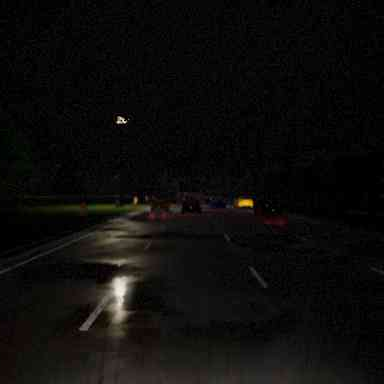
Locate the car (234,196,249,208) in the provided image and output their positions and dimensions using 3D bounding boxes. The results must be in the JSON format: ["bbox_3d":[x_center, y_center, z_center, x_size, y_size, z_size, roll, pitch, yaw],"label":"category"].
[{"bbox_3d":[6.848,1.310,44.571,1.882,1.535,5.008,0,0,0],"label":"car"}]

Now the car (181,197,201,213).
[{"bbox_3d":[-0.078,1.358,34.731,1.882,1.535,5.008,0,0,0],"label":"car"}]

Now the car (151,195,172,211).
[{"bbox_3d":[-3.580,1.401,37.885,1.812,1.442,4.674,0,0,-1],"label":"car"}]

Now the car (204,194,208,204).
[{"bbox_3d":[3.248,1.149,57.039,2.097,1.767,4.553,0,0,0],"label":"car"}]

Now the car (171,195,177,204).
[{"bbox_3d":[-3.756,1.332,58.106,1.812,1.442,4.674,0,0,0],"label":"car"}]

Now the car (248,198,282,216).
[{"bbox_3d":[6.967,1.372,31.033,2.128,1.511,4.902,0,0,0],"label":"car"}]

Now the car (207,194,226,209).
[{"bbox_3d":[3.337,1.322,43.047,1.882,1.535,5.008,0,0,0],"label":"car"}]

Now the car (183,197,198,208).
[{"bbox_3d":[-0.196,1.406,45.663,1.994,1.385,4.181,0,0,0],"label":"car"}]
